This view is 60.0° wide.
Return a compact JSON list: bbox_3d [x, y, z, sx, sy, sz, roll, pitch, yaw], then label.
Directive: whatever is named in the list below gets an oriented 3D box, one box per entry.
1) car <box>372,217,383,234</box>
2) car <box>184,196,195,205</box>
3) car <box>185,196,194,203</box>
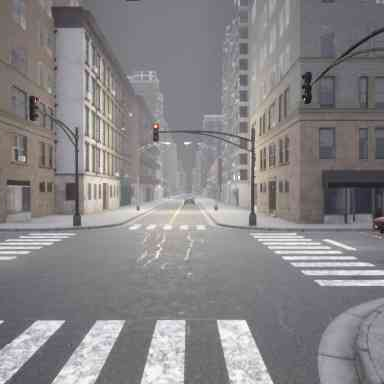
[{"bbox_3d":[11.644,1.529,16.987,4.507,1.381,1.887,0,0,0],"label":"car"},{"bbox_3d":[-0.456,1.541,59.184,1.812,1.442,4.674,0,0,0],"label":"car"},{"bbox_3d":[-0.535,1.548,69.189,1.812,1.442,4.674,0,0,0],"label":"car"}]
